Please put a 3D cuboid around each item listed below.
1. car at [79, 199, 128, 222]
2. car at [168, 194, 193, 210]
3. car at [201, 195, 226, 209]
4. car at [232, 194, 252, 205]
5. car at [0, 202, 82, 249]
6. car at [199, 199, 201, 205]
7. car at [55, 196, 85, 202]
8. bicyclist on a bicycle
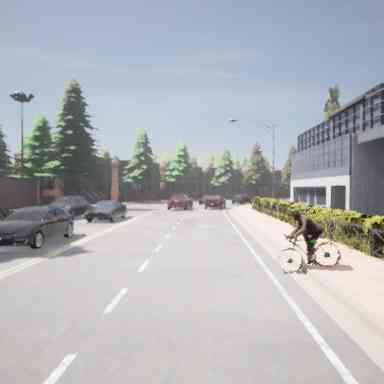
[{"bbox_3d":[-6.099,1.325,24.233,2.033,1.411,5.357,0,1,3],"label":"car"},{"bbox_3d":[-1.195,1.024,36.717,2.097,1.767,4.553,0,0,11],"label":"car"},{"bbox_3d":[2.749,1.140,38.278,1.882,1.535,5.008,0,1,13],"label":"car"},{"bbox_3d":[7.513,1.058,49.511,2.128,1.511,4.902,0,0,31],"label":"car"},{"bbox_3d":[-6.571,1.373,13.981,1.837,1.490,4.892,0,0,2],"label":"car"},{"bbox_3d":[2.625,1.139,48.056,1.994,1.385,4.181,0,1,27],"label":"car"},{"bbox_3d":[-9.509,1.114,25.541,2.097,1.767,4.553,0,1,4],"label":"car"},{"bbox_3d":[2.992,1.276,8.721,1.656,1.620,0.582,-9,0,2],"label":"bicyclist on a bicycle"}]
